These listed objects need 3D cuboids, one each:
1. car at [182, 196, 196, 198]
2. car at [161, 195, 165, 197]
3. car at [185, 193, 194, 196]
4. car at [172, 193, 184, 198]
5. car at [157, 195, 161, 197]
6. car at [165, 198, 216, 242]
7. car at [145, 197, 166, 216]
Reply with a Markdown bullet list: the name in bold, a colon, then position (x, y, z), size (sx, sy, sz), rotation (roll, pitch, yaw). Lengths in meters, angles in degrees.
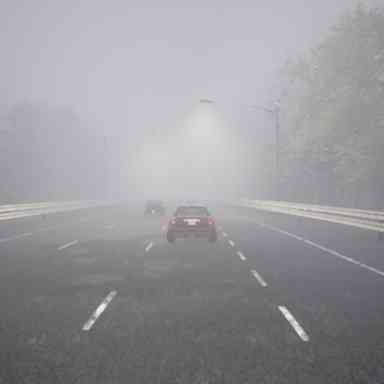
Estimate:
- **car**: position (-0.012, 1.584, 40.826), size (1.994, 1.385, 4.181), rotation (0, 0, 0)
- **car**: position (-7.019, 1.420, 76.031), size (2.097, 1.767, 4.553), rotation (0, 0, 0)
- **car**: position (-0.020, 1.543, 75.997), size (1.882, 1.535, 5.008), rotation (0, 0, 0)
- **car**: position (-3.520, 1.591, 76.043), size (2.128, 1.511, 4.902), rotation (0, 0, 0)
- **car**: position (-7.018, 1.565, 58.058), size (1.812, 1.442, 4.674), rotation (0, 0, 0)
- **car**: position (-0.006, 1.355, 16.463), size (2.097, 1.767, 4.553), rotation (0, 0, 0)
- **car**: position (-3.510, 1.519, 32.794), size (1.837, 1.490, 4.892), rotation (0, 0, 0)
